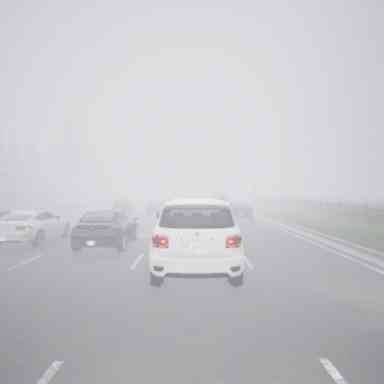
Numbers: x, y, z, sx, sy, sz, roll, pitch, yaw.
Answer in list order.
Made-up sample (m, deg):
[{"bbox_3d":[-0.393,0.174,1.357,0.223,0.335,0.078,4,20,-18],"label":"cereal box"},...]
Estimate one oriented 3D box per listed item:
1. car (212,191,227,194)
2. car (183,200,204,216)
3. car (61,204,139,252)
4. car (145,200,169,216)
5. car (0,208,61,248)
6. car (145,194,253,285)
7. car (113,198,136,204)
[{"bbox_3d":[3.600,1.082,43.364,2.150,2.045,5.566,0,1,1],"label":"car"},{"bbox_3d":[0.121,1.494,32.676,1.895,1.301,4.718,0,0,0],"label":"car"},{"bbox_3d":[-3.391,1.460,13.583,1.837,1.490,4.892,0,0,0],"label":"car"},{"bbox_3d":[-3.380,1.494,32.678,1.895,1.301,4.718,0,0,0],"label":"car"},{"bbox_3d":[-6.905,1.478,14.453,1.812,1.442,4.674,0,0,0],"label":"car"},{"bbox_3d":[0.105,1.190,9.491,2.150,2.045,5.566,0,0,0],"label":"car"},{"bbox_3d":[-6.879,1.394,33.853,1.837,1.490,4.892,0,0,0],"label":"car"}]
